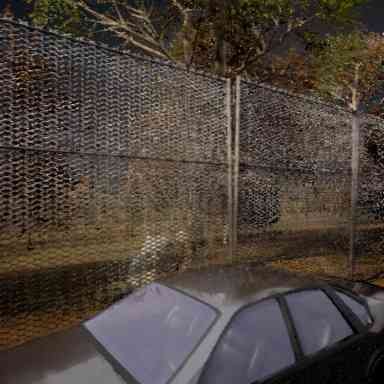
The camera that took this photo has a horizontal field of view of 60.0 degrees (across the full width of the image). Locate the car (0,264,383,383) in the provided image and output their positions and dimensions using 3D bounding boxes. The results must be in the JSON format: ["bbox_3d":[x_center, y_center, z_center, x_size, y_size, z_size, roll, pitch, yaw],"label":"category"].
[{"bbox_3d":[0.313,1.549,3.294,5.357,1.411,2.033,0,0,-35],"label":"car"}]
